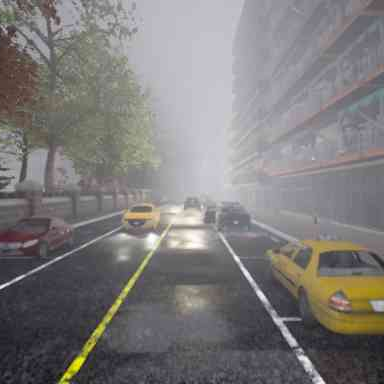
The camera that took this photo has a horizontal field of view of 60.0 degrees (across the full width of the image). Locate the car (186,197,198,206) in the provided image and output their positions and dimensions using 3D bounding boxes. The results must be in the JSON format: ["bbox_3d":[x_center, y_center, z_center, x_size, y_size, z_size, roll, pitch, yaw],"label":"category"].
[{"bbox_3d":[0.001,1.527,55.126,1.837,1.490,4.892,0,0,0],"label":"car"}]

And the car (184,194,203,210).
[{"bbox_3d":[0.034,1.362,42.300,2.097,1.767,4.553,0,0,0],"label":"car"}]

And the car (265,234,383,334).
[{"bbox_3d":[2.691,1.524,6.865,1.752,1.417,4.829,0,0,0],"label":"car"}]

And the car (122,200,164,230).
[{"bbox_3d":[-3.099,1.479,21.094,1.882,1.535,5.008,0,0,0],"label":"car"}]

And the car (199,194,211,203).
[{"bbox_3d":[2.689,1.353,68.628,2.192,1.841,5.009,0,0,0],"label":"car"}]

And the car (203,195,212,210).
[{"bbox_3d":[2.690,1.563,51.738,1.887,1.381,4.507,0,0,0],"label":"car"}]

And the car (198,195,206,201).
[{"bbox_3d":[2.689,1.510,91.149,1.967,1.590,4.097,0,0,0],"label":"car"}]

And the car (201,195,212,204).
[{"bbox_3d":[2.690,1.471,62.998,1.967,1.590,4.097,0,0,0],"label":"car"}]

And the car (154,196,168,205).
[{"bbox_3d":[-5.691,1.465,57.368,1.967,1.590,4.097,0,0,0],"label":"car"}]

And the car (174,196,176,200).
[{"bbox_3d":[-5.690,1.595,90.979,1.752,1.417,4.829,0,0,0],"label":"car"}]

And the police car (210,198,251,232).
[{"bbox_3d":[2.368,1.426,20.457,1.930,1.638,5.238,0,0,0],"label":"police car"}]

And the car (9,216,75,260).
[{"bbox_3d":[-5.690,1.582,12.324,1.802,1.307,4.206,0,0,0],"label":"car"}]

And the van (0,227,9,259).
[{"bbox_3d":[-5.690,1.341,6.694,1.690,1.788,3.998,0,0,0],"label":"van"}]

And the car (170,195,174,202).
[{"bbox_3d":[-5.690,1.596,74.258,2.008,1.369,4.403,0,0,0],"label":"car"}]

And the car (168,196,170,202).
[{"bbox_3d":[-5.691,1.472,62.996,1.967,1.590,4.097,0,0,0],"label":"car"}]

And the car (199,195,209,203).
[{"bbox_3d":[2.690,1.485,74.259,1.967,1.590,4.097,0,0,0],"label":"car"}]
